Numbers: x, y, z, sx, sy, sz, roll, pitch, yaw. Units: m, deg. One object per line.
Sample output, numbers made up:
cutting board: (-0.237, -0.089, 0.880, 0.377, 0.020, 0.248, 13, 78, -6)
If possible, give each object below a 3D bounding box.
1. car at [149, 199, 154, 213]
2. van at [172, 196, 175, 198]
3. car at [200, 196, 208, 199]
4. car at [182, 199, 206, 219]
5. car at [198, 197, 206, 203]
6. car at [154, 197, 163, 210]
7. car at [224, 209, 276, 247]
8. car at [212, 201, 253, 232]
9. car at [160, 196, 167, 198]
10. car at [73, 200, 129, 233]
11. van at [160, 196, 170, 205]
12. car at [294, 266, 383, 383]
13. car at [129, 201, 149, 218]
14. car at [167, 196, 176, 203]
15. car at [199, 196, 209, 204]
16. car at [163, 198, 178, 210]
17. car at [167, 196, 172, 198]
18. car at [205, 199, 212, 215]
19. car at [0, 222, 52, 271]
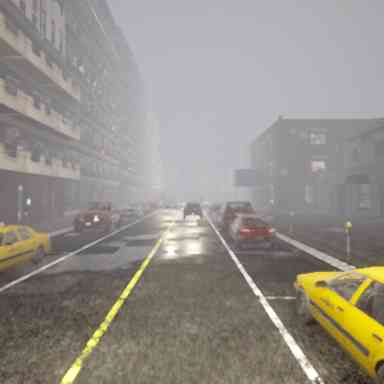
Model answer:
car: (-5.698, 1.763, 37.225, 1.752, 1.417, 4.829, 0, 0, 0)
van: (-5.709, 1.908, 81.710, 1.690, 1.788, 3.998, 0, 0, 0)
car: (2.677, 1.923, 59.724, 1.752, 1.417, 4.829, 0, 0, 0)
car: (0.092, 1.707, 31.803, 1.837, 1.490, 4.892, 0, 0, 0)
car: (2.670, 2.054, 87.250, 1.967, 1.590, 4.097, 0, 0, 0)
car: (-5.701, 1.861, 48.474, 1.887, 1.381, 4.507, 0, 0, 0)
car: (2.688, 1.676, 15.241, 1.802, 1.307, 4.206, 0, 0, 0)
car: (2.688, 1.444, 20.782, 2.192, 1.841, 5.009, 0, 0, 0)
car: (-5.702, 1.796, 54.013, 1.967, 1.590, 4.097, 0, 0, 0)
car: (-5.692, 1.444, 20.779, 2.192, 1.841, 5.009, 0, 0, 0)
van: (-5.706, 1.821, 70.632, 1.690, 1.788, 3.998, 0, 0, 0)
car: (2.692, 1.553, 4.333, 1.752, 1.417, 4.829, 0, 0, 0)
car: (-5.697, 1.752, 31.856, 2.008, 1.369, 4.403, 0, 0, 0)
car: (-5.712, 1.975, 92.788, 2.192, 1.841, 5.009, 0, 0, 0)
car: (2.673, 1.838, 76.173, 2.192, 1.841, 5.009, 0, 0, 0)
car: (-3.012, 1.935, 48.939, 2.033, 1.411, 5.357, 0, 0, 0)
car: (-5.705, 1.752, 65.093, 2.192, 1.841, 5.009, 0, 0, 0)
car: (2.683, 1.790, 37.397, 2.008, 1.369, 4.403, 0, 0, 0)
car: (-5.691, 1.584, 9.529, 1.752, 1.417, 4.829, 0, 0, 0)
